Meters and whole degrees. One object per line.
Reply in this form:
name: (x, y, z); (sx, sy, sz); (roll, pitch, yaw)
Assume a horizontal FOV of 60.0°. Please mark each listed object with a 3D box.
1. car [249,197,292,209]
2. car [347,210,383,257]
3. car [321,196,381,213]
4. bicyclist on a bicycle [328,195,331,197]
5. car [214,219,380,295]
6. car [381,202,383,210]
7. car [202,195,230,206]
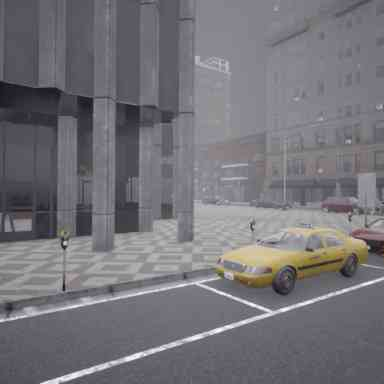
car: (9.062, 1.307, 38.965); (2.033, 1.411, 5.357); (1, 0, -35)
car: (7.497, 1.547, 12.095); (4.507, 1.381, 1.887); (0, 1, -35)
car: (14.569, 1.198, 31.145); (2.097, 1.767, 4.553); (1, 0, -35)
bicyclist on a bicycle: (16.339, 1.159, 39.468); (1.656, 1.620, 0.582); (0, 0, -35)
car: (2.779, 1.527, 8.732); (4.829, 1.417, 1.752); (0, 1, -35)
car: (16.890, 1.366, 33.305); (2.128, 1.511, 4.902); (1, 0, -35)
car: (3.393, 1.161, 47.036); (2.128, 1.511, 4.902); (1, 0, -35)
